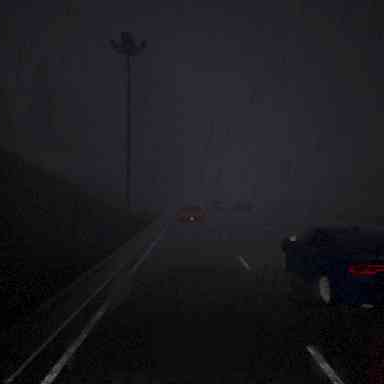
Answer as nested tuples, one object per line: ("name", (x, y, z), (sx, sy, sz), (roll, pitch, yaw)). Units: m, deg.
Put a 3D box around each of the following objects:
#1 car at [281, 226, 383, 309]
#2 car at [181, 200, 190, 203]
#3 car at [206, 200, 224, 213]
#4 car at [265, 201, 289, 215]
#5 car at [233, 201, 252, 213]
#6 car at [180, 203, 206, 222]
("car", (3.628, 1.557, 8.156), (1.882, 1.535, 5.008), (0, 0, 0))
("car", (-1.147, 2.164, 59.749), (1.994, 1.385, 4.181), (0, -1, -2))
("car", (2.942, 1.791, 44.047), (2.097, 1.767, 4.553), (0, -1, -2))
("car", (10.117, 1.894, 39.622), (1.837, 1.490, 4.892), (0, 0, -2))
("car", (6.487, 1.904, 43.122), (1.882, 1.535, 5.008), (0, 0, -2))
("car", (-0.064, 1.894, 29.142), (1.895, 1.301, 4.718), (0, -1, -1))
